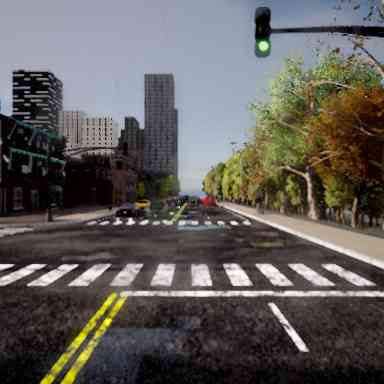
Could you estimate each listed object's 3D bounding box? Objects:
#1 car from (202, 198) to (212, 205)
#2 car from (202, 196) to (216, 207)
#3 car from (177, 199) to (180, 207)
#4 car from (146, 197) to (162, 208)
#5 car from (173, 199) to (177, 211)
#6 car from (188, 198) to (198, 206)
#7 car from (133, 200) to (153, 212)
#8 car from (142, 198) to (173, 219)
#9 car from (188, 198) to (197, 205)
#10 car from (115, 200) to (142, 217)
[{"bbox_3d":[3.308,2.181,75.040,1.994,1.385,4.181,0,0,0],"label":"car"},{"bbox_3d":[3.395,1.763,64.459,2.150,2.045,5.566,0,0,0],"label":"car"},{"bbox_3d":[-3.252,2.039,63.329,1.837,1.490,4.892,0,-1,1],"label":"car"},{"bbox_3d":[-6.535,1.837,57.638,2.097,1.767,4.553,0,0,0],"label":"car"},{"bbox_3d":[-3.316,1.875,44.064,1.837,1.490,4.892,0,0,0],"label":"car"},{"bbox_3d":[0.149,2.041,65.353,2.128,1.511,4.902,0,0,0],"label":"car"},{"bbox_3d":[-6.565,1.858,45.002,1.882,1.535,5.008,0,0,0],"label":"car"},{"bbox_3d":[-3.326,1.629,32.628,2.097,1.767,4.553,0,0,0],"label":"car"},{"bbox_3d":[0.061,2.111,75.660,1.882,1.535,5.008,0,0,0],"label":"car"},{"bbox_3d":[-6.575,1.857,34.537,1.994,1.385,4.181,0,0,0],"label":"car"}]
